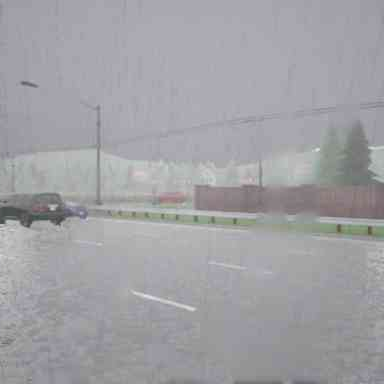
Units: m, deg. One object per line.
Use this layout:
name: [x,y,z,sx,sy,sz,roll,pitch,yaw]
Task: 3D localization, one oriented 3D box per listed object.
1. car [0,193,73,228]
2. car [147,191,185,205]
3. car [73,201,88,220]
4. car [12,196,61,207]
car: [-10.161,1.046,20.814,5.566,2.045,2.150,0,0,38]
car: [-3.718,0.881,48.834,5.566,2.045,2.150,0,0,-27]
car: [-9.611,1.326,24.788,4.674,1.442,1.812,0,0,37]
car: [-20.052,1.188,43.150,5.357,1.411,2.033,0,0,-5]
